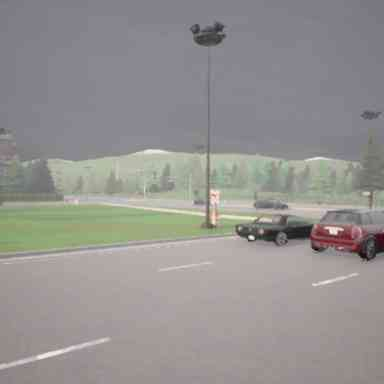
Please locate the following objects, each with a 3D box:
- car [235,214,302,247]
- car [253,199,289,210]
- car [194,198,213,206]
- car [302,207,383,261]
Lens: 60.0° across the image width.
[{"bbox_3d":[4.351,1.672,15.466,4.718,1.301,1.895,0,0,-35],"label":"car"},{"bbox_3d":[11.061,1.755,47.041,2.033,1.411,5.357,0,0,-35],"label":"car"},{"bbox_3d":[2.135,1.774,59.969,1.994,1.385,4.181,0,0,-35],"label":"car"},{"bbox_3d":[6.660,1.425,12.815,4.553,1.767,2.097,0,0,-35],"label":"car"}]
